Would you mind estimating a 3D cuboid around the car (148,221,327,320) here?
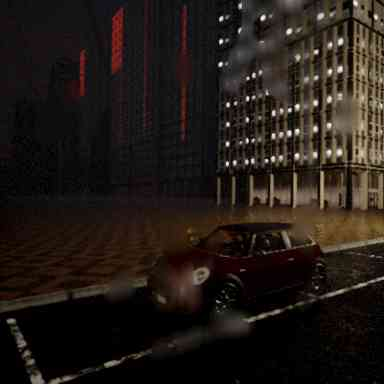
[{"bbox_3d":[1.068,1.435,7.260,4.097,1.590,1.967,0,1,-35],"label":"car"}]
